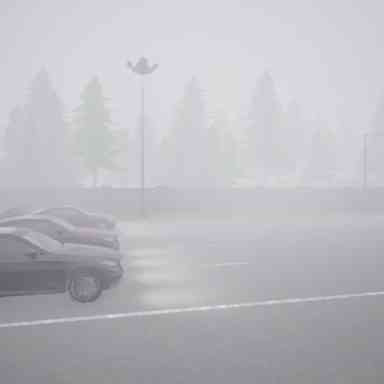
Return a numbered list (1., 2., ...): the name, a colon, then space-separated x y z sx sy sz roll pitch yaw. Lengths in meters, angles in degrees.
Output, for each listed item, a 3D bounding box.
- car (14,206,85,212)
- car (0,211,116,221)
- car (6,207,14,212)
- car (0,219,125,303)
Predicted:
1. car: -6.291 1.442 17.284 4.674 1.442 1.812 0 0 -14
2. car: -4.644 1.474 10.480 4.674 1.442 1.812 0 0 -14
3. car: -9.628 1.502 20.064 4.718 1.301 1.895 0 0 -14
4. car: -3.820 1.490 7.079 4.674 1.442 1.812 0 0 -14
